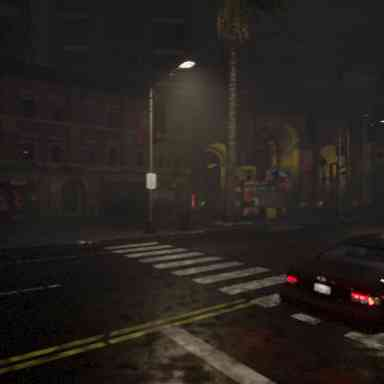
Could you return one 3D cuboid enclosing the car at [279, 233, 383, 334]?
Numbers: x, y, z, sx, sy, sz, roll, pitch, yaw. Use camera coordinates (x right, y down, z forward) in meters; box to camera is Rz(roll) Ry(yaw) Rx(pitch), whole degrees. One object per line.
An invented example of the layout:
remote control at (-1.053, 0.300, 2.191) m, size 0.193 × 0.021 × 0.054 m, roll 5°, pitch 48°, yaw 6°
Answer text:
car at (4.080, 1.561, 6.660) m, size 5.357 × 1.411 × 2.033 m, roll 0°, pitch 0°, yaw -35°
